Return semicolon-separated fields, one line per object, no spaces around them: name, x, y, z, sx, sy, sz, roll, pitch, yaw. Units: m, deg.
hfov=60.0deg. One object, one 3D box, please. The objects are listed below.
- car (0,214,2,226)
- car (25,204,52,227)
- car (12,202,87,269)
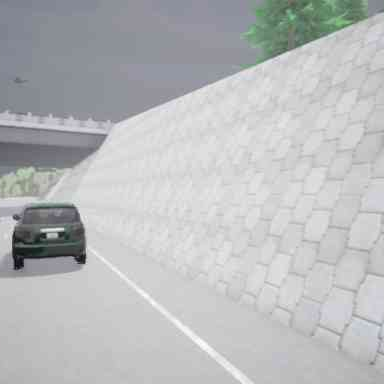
car;-14.478;1.881;23.113;2.033;1.411;5.357;0;-1;-25
car;-12.785;1.847;27.693;1.882;1.535;5.008;0;0;-26
car;-5.227;1.384;12.158;2.150;2.045;5.566;0;0;-25
